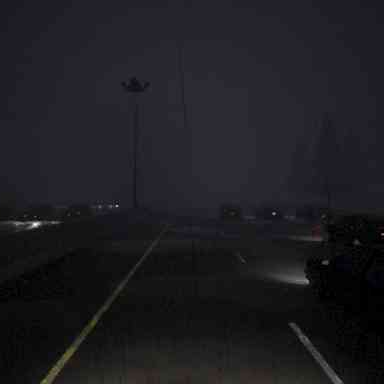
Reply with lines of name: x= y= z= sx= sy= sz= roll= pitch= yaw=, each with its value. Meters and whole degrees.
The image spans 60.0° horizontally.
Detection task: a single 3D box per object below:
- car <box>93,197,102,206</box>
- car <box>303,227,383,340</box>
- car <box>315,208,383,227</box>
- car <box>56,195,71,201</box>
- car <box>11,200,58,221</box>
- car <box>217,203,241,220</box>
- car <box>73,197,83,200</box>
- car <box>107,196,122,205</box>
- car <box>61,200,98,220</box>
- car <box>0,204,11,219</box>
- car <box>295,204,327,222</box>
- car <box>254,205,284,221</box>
car: x=-20.234 y=2.124 z=70.622 sx=1.812 sy=1.442 sz=4.674 roll=0 pitch=-1 yaw=-16
car: x=3.586 y=1.603 z=5.583 sx=2.033 sy=1.411 sz=5.357 roll=0 pitch=-1 yaw=0
car: x=7.101 y=1.643 z=13.884 sx=1.837 sy=1.490 sz=4.892 roll=0 pitch=0 yaw=0
car: x=-27.649 y=1.613 z=70.858 sx=2.150 sy=2.045 sz=5.566 roll=0 pitch=-1 yaw=-18
car: x=-14.176 y=1.805 z=30.586 sx=1.837 sy=1.490 sz=4.892 roll=0 pitch=-1 yaw=-1
car: x=3.530 y=1.792 z=32.131 sx=1.882 sy=1.535 sz=5.008 roll=0 pitch=0 yaw=-1
car: x=-23.958 y=2.119 z=70.824 sx=1.837 sy=1.490 sz=4.892 roll=0 pitch=-1 yaw=-18
car: x=-16.787 y=2.164 z=71.308 sx=1.994 sy=1.385 sz=4.181 roll=0 pitch=-1 yaw=-16
car: x=-10.691 y=1.810 z=31.214 sx=1.837 sy=1.490 sz=4.892 roll=0 pitch=-1 yaw=-1
car: x=-17.658 y=1.768 z=29.563 sx=1.882 sy=1.535 sz=5.008 roll=0 pitch=-1 yaw=-1
car: x=10.577 y=1.778 z=29.259 sx=2.128 sy=1.511 sz=4.902 roll=0 pitch=0 yaw=-1
car: x=7.056 y=1.865 z=30.738 sx=1.994 sy=1.385 sz=4.181 roll=0 pitch=0 yaw=-1
